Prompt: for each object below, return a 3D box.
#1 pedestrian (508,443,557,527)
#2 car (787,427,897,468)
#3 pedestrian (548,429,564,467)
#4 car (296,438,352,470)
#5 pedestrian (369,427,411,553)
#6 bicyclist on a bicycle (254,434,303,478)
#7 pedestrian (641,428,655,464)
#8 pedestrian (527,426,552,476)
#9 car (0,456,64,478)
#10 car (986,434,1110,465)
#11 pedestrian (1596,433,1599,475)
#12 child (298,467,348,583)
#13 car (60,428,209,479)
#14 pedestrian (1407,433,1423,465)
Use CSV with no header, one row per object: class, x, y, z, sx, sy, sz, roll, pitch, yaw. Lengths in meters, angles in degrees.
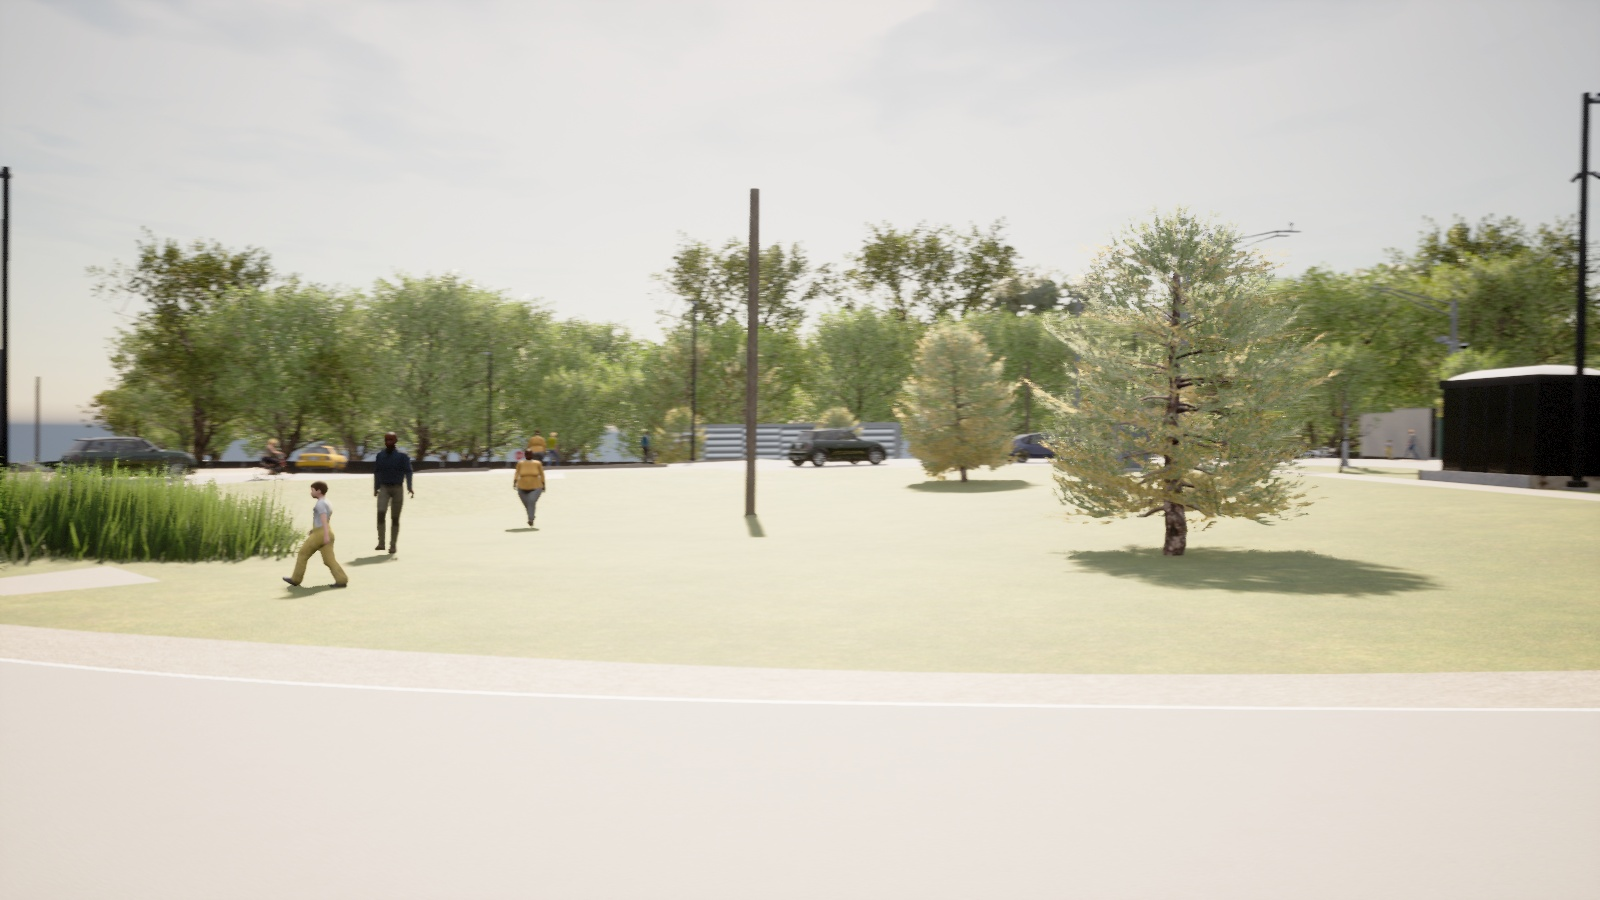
pedestrian,-6.059,0.783,28.473,0.874,1.855,0.900,1,1,0
car,1.934,-0.159,57.301,4.553,1.767,2.097,-1,1,-30
pedestrian,-11.773,-0.094,60.591,0.354,1.836,0.706,2,1,25
car,-24.863,0.248,65.770,1.801,1.575,5.366,1,-1,-11
pedestrian,-6.083,0.580,18.648,0.370,1.835,0.726,1,1,-2
bicyclist on a bicycle,-20.184,0.215,48.624,1.509,1.612,0.866,0,4,-41
pedestrian,-8.220,-0.195,68.096,0.396,1.930,0.692,2,1,27
pedestrian,-9.776,0.023,47.183,0.874,1.855,0.900,1,1,-10
car,-50.213,1.097,81.050,4.181,1.385,1.994,0,1,-1
car,11.688,-0.015,59.357,5.357,1.411,2.033,0,1,-8
pedestrian,35.465,0.184,54.939,0.634,1.844,0.899,1,1,-7
child,-5.339,0.834,14.061,0.437,1.263,0.270,1,1,1
car,-25.153,0.095,47.578,2.097,1.767,4.553,2,3,43
pedestrian,35.764,-0.072,73.002,0.706,1.836,0.354,2,1,41
